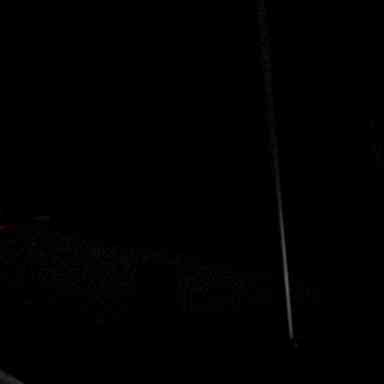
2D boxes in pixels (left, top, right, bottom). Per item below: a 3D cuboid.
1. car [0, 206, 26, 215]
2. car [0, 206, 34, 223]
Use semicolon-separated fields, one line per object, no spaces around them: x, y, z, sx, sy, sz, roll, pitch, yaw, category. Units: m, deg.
-30.652;3.191;56.435;4.718;1.301;1.895;-5;-3;23;car
-16.607;2.074;30.998;2.128;1.511;4.902;-4;0;1;car
